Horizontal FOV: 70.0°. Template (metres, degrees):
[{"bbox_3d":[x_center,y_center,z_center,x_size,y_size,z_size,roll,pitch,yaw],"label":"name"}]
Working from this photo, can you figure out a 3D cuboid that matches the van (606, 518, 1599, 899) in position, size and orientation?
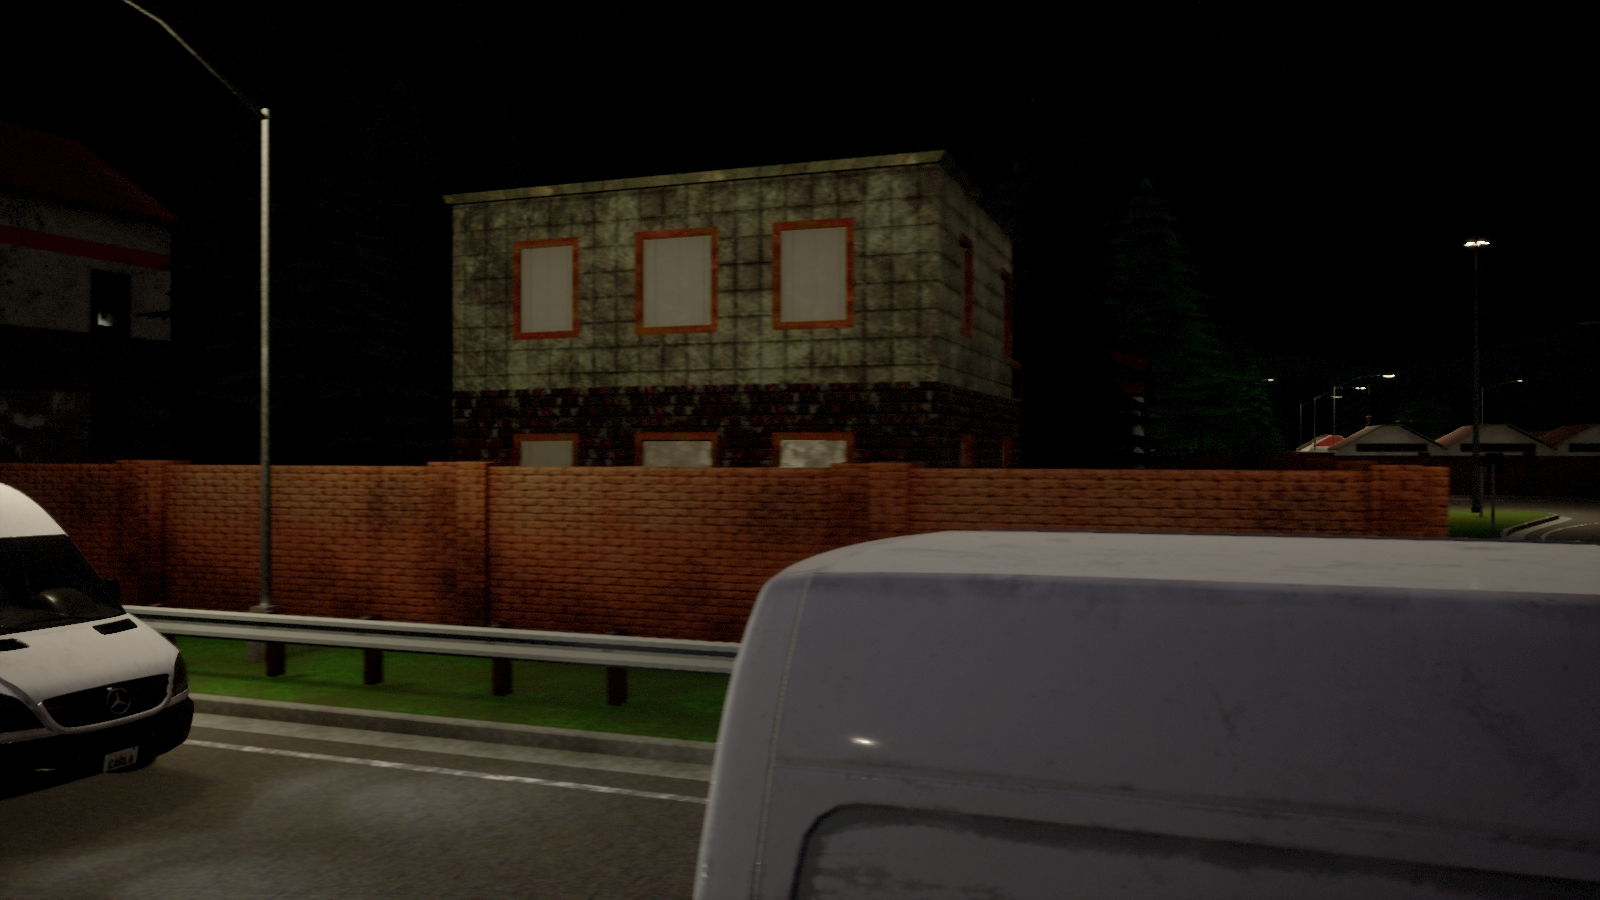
[{"bbox_3d":[2.718,1.535,2.298,5.915,2.561,1.988,0,0,20],"label":"van"}]

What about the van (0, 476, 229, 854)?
[{"bbox_3d":[-8.021,1.527,9.866,5.915,2.561,1.988,0,0,20],"label":"van"}]

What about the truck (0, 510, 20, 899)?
[{"bbox_3d":[-7.112,1.564,5.817,5.204,2.467,2.627,0,0,20],"label":"truck"}]
